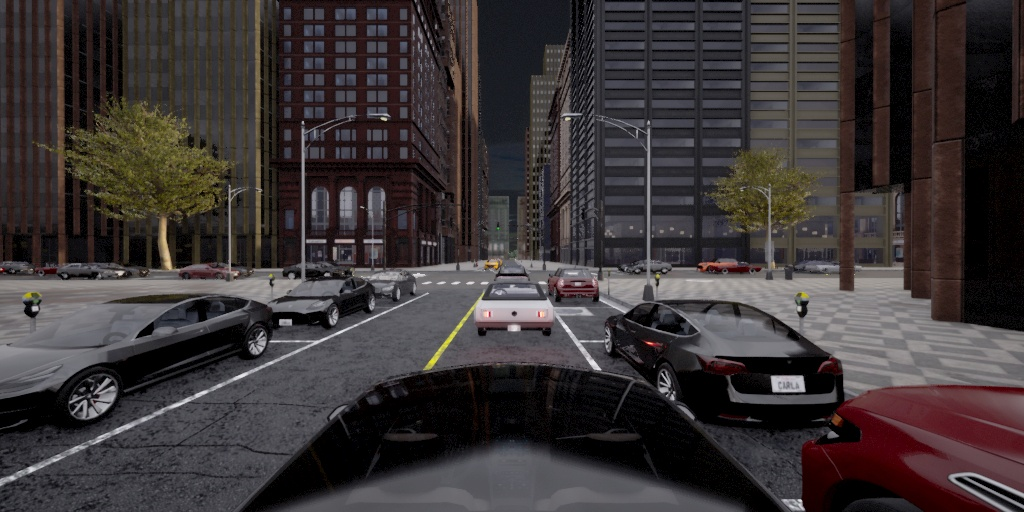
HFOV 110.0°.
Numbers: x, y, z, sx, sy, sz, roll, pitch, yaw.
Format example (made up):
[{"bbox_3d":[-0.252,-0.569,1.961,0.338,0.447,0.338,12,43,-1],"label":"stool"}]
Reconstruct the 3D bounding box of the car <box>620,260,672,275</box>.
[{"bbox_3d":[14.638,1.201,38.549,4.902,1.511,2.128,0,0,-2],"label":"car"}]

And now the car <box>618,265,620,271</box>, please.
[{"bbox_3d":[14.855,1.198,41.788,4.892,1.490,1.837,0,0,0],"label":"car"}]

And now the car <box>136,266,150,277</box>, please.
[{"bbox_3d":[-38.342,1.368,35.010,4.892,1.490,1.837,0,0,0],"label":"car"}]

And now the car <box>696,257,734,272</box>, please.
[{"bbox_3d":[24.051,1.025,41.799,4.553,1.767,2.097,0,0,0],"label":"car"}]

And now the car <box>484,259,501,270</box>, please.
[{"bbox_3d":[-3.026,1.249,53.423,1.882,1.535,5.008,0,0,0],"label":"car"}]

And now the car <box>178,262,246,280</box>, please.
[{"bbox_3d":[-26.812,1.372,31.769,4.674,1.442,1.812,0,0,0],"label":"car"}]

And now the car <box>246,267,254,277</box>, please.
[{"bbox_3d":[-27.936,1.339,35.015,4.892,1.490,1.837,0,0,0],"label":"car"}]

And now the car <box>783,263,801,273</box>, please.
[{"bbox_3d":[34.817,1.198,41.814,5.357,1.411,2.033,0,0,0],"label":"car"}]

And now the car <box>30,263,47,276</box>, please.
[{"bbox_3d":[-47.734,1.475,38.382,4.718,1.301,1.895,0,0,0],"label":"car"}]

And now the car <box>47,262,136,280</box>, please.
[{"bbox_3d":[-37.151,1.367,31.758,4.902,1.511,2.128,0,0,0],"label":"car"}]

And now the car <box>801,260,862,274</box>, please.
[{"bbox_3d":[34.456,1.268,38.564,4.718,1.301,1.895,0,0,0],"label":"car"}]

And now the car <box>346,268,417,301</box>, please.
[{"bbox_3d":[-5.754,1.302,16.938,2.007,1.370,4.403,0,0,0],"label":"car"}]

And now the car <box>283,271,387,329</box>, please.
[{"bbox_3d":[-5.757,1.316,11.301,1.948,1.339,4.313,0,0,0],"label":"car"}]

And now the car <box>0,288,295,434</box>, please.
[{"bbox_3d":[-5.760,1.316,5.664,1.948,1.339,4.313,0,0,0],"label":"car"}]

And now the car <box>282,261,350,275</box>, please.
[{"bbox_3d":[-17.532,1.298,31.785,5.008,1.535,1.882,0,0,-1],"label":"car"}]

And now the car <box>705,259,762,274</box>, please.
[{"bbox_3d":[23.907,1.290,38.556,4.718,1.301,1.895,0,0,0],"label":"car"}]

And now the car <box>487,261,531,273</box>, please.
[{"bbox_3d":[0.011,1.244,19.635,2.128,1.511,4.902,0,0,0],"label":"car"}]

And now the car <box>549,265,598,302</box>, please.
[{"bbox_3d":[2.771,1.191,16.935,1.967,1.591,4.097,0,0,0],"label":"car"}]

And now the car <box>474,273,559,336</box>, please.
[{"bbox_3d":[0.070,1.351,10.368,1.895,1.301,4.718,0,0,0],"label":"car"}]

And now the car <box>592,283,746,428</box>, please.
[{"bbox_3d":[2.765,1.316,5.663,1.948,1.339,4.313,0,0,0],"label":"car"}]
